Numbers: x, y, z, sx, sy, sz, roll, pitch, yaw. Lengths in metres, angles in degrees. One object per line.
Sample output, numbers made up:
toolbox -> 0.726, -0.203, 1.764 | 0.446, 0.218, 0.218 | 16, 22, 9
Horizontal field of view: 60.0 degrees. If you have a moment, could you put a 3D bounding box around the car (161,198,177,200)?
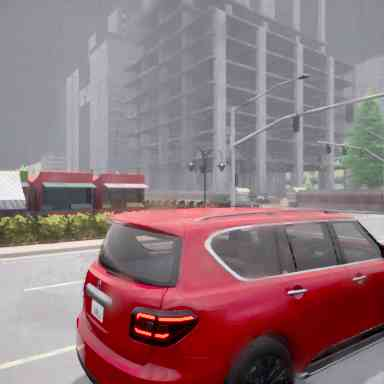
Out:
car -> -2.446, 1.424, 37.365 | 1.882, 1.535, 5.008 | 0, 0, -36

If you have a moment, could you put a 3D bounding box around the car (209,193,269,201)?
car -> 3.616, 1.168, 29.020 | 2.150, 2.045, 5.566 | 0, 0, -36

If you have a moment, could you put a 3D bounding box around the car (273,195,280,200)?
car -> 14.052, 1.119, 59.945 | 1.905, 1.878, 3.866 | 0, 0, -36

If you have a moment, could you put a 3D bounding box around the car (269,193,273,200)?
car -> 11.663, 1.118, 58.230 | 1.905, 1.878, 3.866 | 0, 0, -36

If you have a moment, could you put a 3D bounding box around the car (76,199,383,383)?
car -> 1.291, 1.222, 4.712 | 5.566, 2.045, 2.150 | 0, 0, -35
